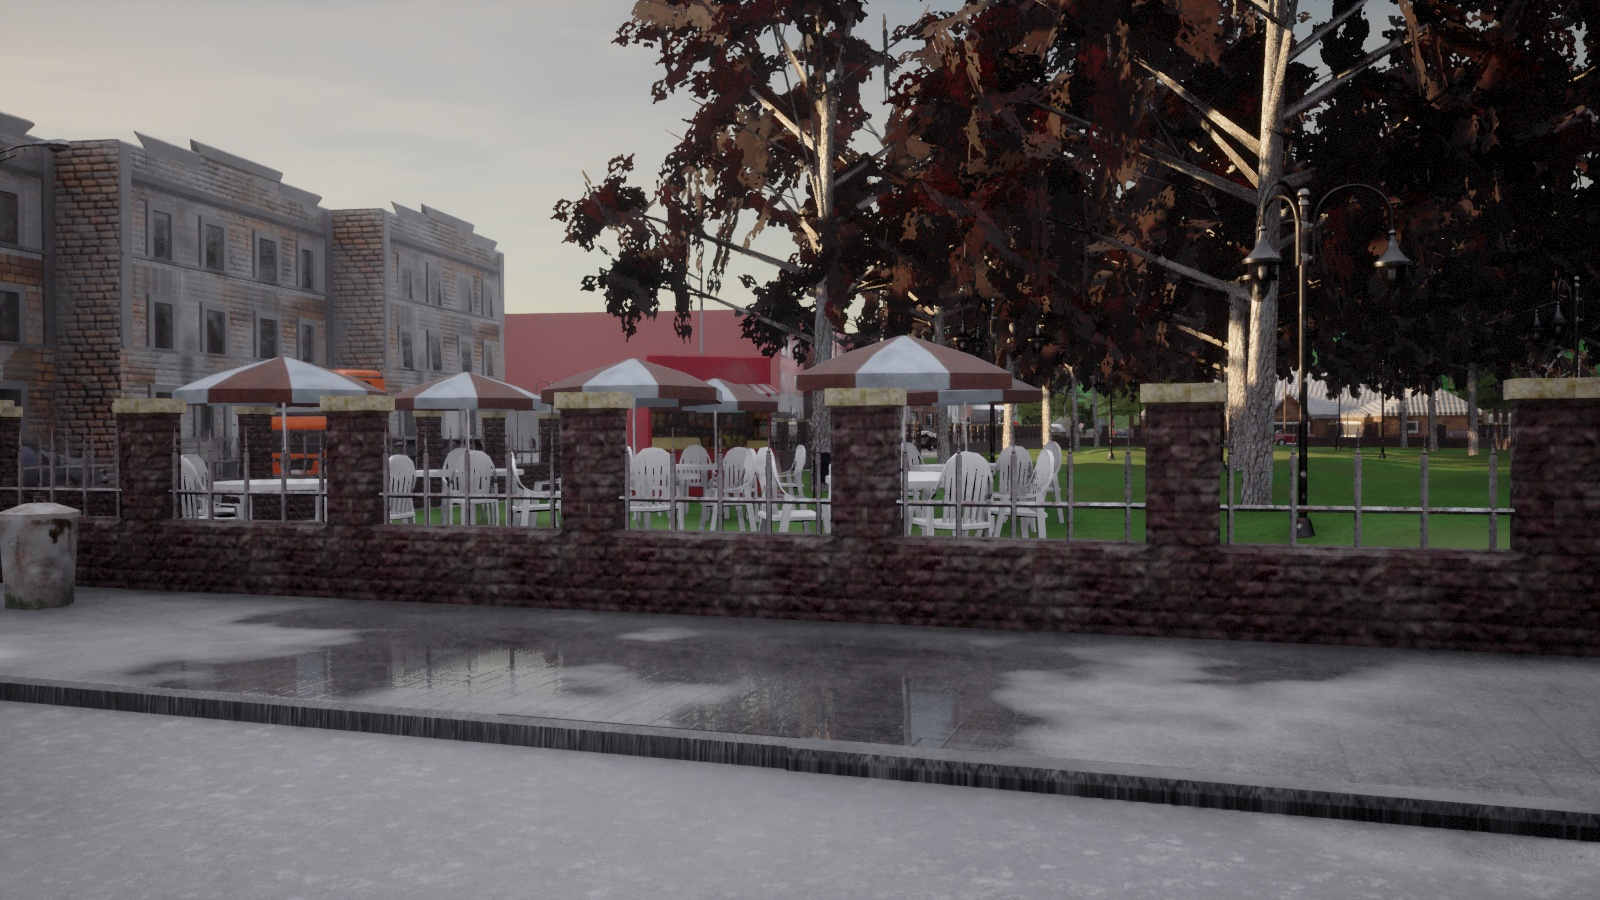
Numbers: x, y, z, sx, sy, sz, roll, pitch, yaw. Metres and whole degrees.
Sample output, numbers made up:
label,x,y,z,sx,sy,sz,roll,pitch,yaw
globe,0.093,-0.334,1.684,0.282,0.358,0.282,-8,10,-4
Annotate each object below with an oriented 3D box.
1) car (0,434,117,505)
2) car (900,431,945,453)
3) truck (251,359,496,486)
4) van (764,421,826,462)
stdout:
label,x,y,z,sx,sy,sz,roll,pitch,yaw
car,-17.030,0.398,25.767,2.033,1.411,5.357,1,1,19
car,8.858,-0.584,90.158,2.163,1.488,4.792,1,1,19
truck,-12.749,-0.819,38.488,2.891,3.462,7.936,1,1,19
van,-0.190,-0.435,63.326,1.775,1.987,4.442,1,1,19
